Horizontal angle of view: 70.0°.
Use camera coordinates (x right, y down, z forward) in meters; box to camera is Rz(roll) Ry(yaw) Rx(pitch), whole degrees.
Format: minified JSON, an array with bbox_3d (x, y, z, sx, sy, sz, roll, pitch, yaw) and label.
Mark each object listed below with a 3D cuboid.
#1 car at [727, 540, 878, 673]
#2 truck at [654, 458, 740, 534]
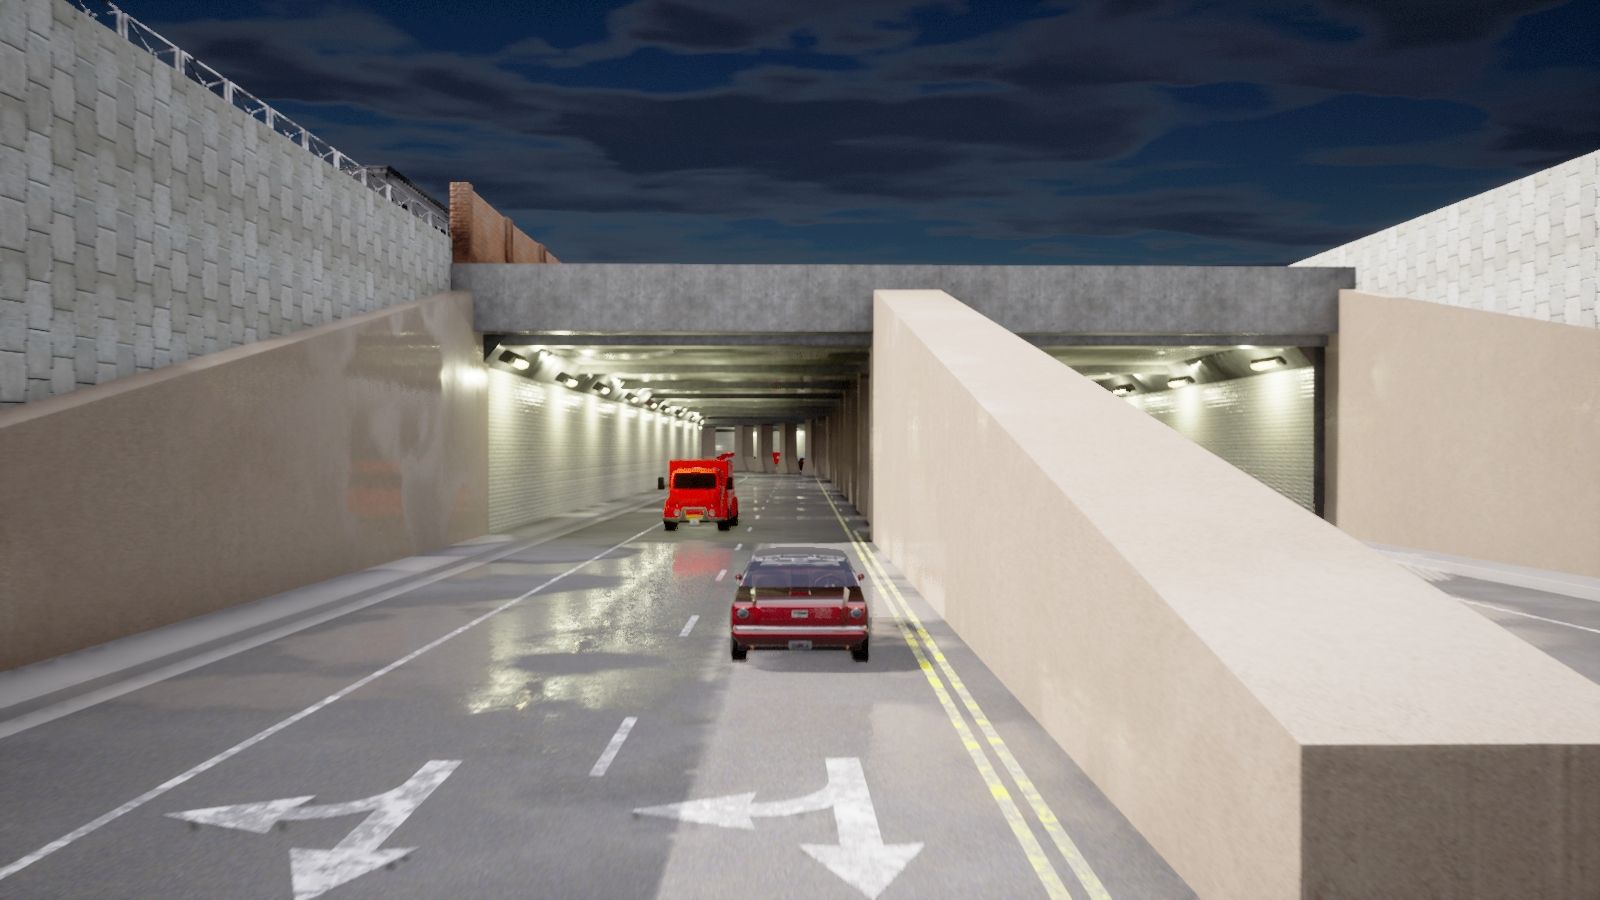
[{"bbox_3d":[0.031,2.148,16.680,1.895,1.301,4.718,0,0,0],"label":"car"},{"bbox_3d":[-3.530,1.552,40.348,2.627,2.467,5.204,0,0,-1],"label":"truck"}]
